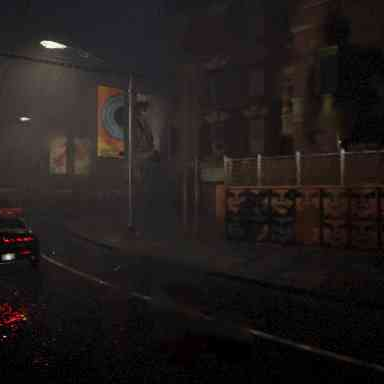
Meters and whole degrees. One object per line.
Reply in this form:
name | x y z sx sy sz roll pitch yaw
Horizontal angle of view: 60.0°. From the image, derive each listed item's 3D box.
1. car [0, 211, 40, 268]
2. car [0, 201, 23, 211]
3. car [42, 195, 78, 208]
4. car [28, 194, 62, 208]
car | -6.298 1.520 10.632 1.837 1.490 4.892 0 -2 -38
car | -13.343 1.394 23.547 2.097 1.767 4.553 0 0 -19
car | -19.058 1.608 49.029 1.837 1.490 4.892 -1 0 24
car | -22.130 1.327 50.701 2.150 2.045 5.566 0 -1 25
